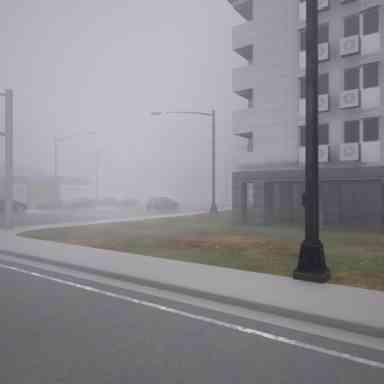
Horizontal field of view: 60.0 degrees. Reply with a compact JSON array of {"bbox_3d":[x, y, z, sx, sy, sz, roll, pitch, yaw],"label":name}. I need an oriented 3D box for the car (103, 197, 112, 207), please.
[{"bbox_3d":[-13.356,1.476,51.663,1.882,1.535,5.008,0,0,16],"label":"car"}]

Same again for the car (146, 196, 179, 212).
[{"bbox_3d":[-3.359,1.351,38.906,2.097,1.767,4.553,0,0,28],"label":"car"}]

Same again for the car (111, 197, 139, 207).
[{"bbox_3d":[-9.930,1.599,50.862,1.895,1.301,4.718,0,0,16],"label":"car"}]

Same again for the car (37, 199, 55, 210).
[{"bbox_3d":[-17.577,1.562,42.491,1.994,1.385,4.181,0,0,31],"label":"car"}]

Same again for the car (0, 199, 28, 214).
[{"bbox_3d":[-19.362,1.476,33.714,1.882,1.535,5.008,0,0,36],"label":"car"}]

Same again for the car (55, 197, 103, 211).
[{"bbox_3d":[-14.061,1.490,41.573,2.128,1.511,4.902,0,0,30],"label":"car"}]
